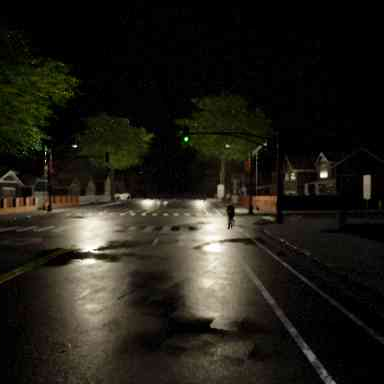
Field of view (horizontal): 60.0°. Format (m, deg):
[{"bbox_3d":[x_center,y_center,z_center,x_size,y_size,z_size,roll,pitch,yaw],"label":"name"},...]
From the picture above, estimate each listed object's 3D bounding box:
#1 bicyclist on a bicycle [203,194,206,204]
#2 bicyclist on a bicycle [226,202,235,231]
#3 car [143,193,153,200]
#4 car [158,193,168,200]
[{"bbox_3d":[2.227,1.268,59.338,0.659,1.776,1.843,0,0,0],"label":"bicyclist on a bicycle"},{"bbox_3d":[2.244,1.426,19.192,0.582,1.620,1.656,0,0,0],"label":"bicyclist on a bicycle"},{"bbox_3d":[-9.776,0.978,74.775,1.837,1.490,4.892,0,0,0],"label":"car"},{"bbox_3d":[-6.527,1.002,74.777,1.812,1.442,4.674,0,0,0],"label":"car"}]
